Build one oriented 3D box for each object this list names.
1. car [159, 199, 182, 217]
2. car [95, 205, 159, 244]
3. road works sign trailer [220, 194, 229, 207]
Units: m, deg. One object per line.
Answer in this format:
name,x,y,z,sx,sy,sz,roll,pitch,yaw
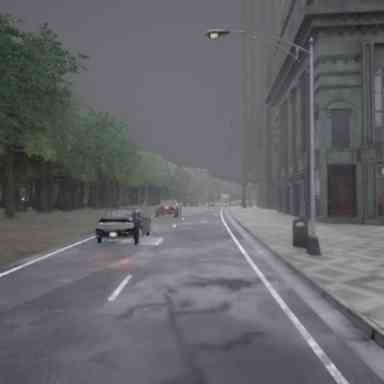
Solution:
car,-2.200,1.512,32.886,2.097,1.767,4.553,0,-1,4
car,-3.086,1.501,15.777,2.128,1.511,4.902,0,0,2
road works sign trailer,9.178,2.277,93.074,2.380,3.560,2.880,1,-6,9
